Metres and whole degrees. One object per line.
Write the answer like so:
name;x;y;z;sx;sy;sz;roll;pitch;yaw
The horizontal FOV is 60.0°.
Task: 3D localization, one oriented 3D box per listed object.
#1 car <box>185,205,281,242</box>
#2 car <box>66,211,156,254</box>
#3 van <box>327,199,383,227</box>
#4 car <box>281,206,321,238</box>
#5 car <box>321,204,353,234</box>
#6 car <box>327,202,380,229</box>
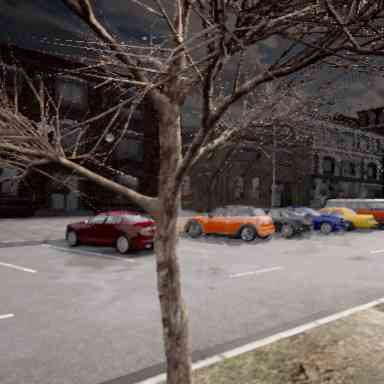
car;1.838;1.471;17.147;4.553;1.767;2.185;-1;-1;36
car;-3.165;1.524;13.748;5.008;1.535;2.097;-1;-1;35
van;11.976;1.514;23.768;4.442;1.987;1.878;-1;-2;37
car;4.337;1.634;18.839;4.892;1.521;2.231;-1;-1;36
car;6.838;1.669;20.529;5.008;1.535;2.097;-1;-2;36
car;9.206;1.704;22.286;5.366;1.575;1.946;-1;-1;37
